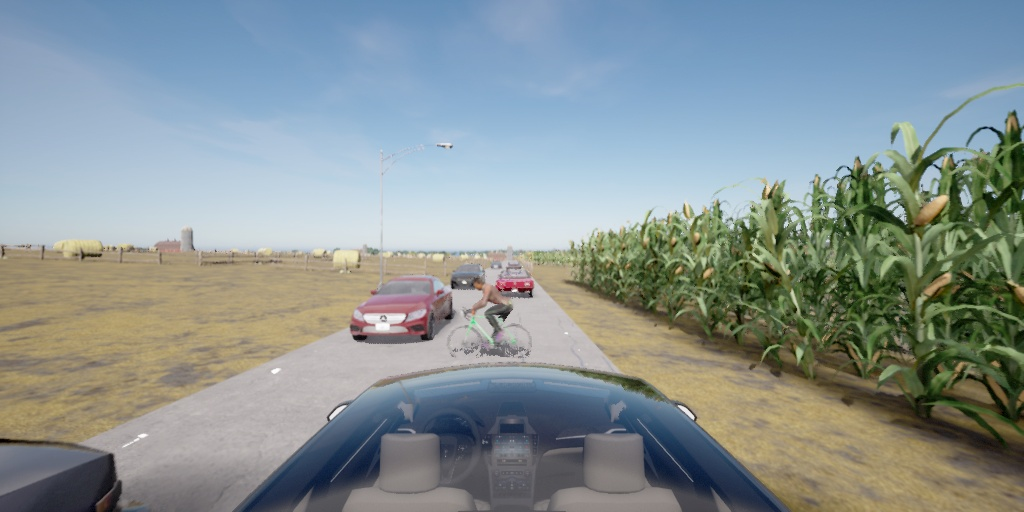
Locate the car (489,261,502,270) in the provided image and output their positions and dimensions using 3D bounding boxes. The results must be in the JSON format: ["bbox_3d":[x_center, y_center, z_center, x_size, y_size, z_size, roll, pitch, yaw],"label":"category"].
[{"bbox_3d":[-2.645,1.529,60.671,1.812,1.442,4.674,0,0,1],"label":"car"}]

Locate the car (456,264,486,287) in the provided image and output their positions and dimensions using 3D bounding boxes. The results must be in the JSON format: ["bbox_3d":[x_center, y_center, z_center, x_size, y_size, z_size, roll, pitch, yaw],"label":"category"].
[{"bbox_3d":[-2.782,1.289,23.509,1.882,1.535,5.008,0,0,0],"label":"car"}]

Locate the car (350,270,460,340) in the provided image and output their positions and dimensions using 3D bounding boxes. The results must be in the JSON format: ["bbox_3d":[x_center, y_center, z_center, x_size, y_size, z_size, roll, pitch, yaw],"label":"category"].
[{"bbox_3d":[-2.817,1.294,10.140,1.812,1.442,4.674,0,0,0],"label":"car"}]

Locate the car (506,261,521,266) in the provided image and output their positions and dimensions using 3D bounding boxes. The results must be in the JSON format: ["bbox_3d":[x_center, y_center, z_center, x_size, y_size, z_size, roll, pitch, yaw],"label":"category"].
[{"bbox_3d":[0.207,1.392,42.975,2.128,1.511,4.902,0,-1,0],"label":"car"}]

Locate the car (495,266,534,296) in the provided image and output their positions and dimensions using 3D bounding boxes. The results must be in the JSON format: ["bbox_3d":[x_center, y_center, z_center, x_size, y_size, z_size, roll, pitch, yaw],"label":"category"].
[{"bbox_3d":[0.136,1.397,19.554,1.895,1.301,4.718,0,0,0],"label":"car"}]

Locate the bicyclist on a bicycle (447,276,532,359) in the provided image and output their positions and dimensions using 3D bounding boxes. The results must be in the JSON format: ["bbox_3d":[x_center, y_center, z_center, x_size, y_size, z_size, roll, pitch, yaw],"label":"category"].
[{"bbox_3d":[-0.454,1.217,6.984,1.656,1.620,0.582,-2,0,0],"label":"bicyclist on a bicycle"}]
